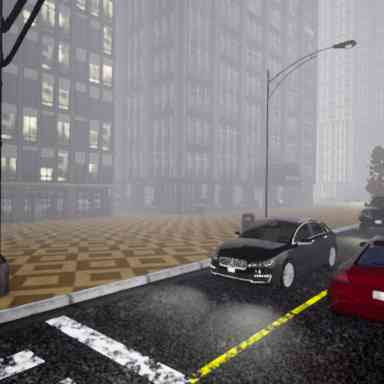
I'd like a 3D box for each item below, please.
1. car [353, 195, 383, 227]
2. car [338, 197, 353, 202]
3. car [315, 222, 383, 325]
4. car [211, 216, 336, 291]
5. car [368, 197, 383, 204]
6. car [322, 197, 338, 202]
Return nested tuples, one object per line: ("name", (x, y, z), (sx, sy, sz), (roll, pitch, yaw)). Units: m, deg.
("car", (11.432, 1.198, 19.149), (2.150, 2.045, 5.566), (1, 0, 42))
("car", (38.527, 1.791, 80.313), (1.947, 1.339, 4.313), (-1, 0, -34))
("car", (4.262, 1.565, 6.581), (1.994, 1.385, 4.181), (1, 0, 41))
("car", (2.477, 1.475, 9.188), (1.837, 1.490, 4.892), (1, 0, 41))
("car", (37.880, 1.638, 66.300), (2.008, 1.369, 4.403), (-1, 0, -34))
("car", (35.378, 1.836, 84.975), (1.947, 1.339, 4.313), (-1, 0, -34))
